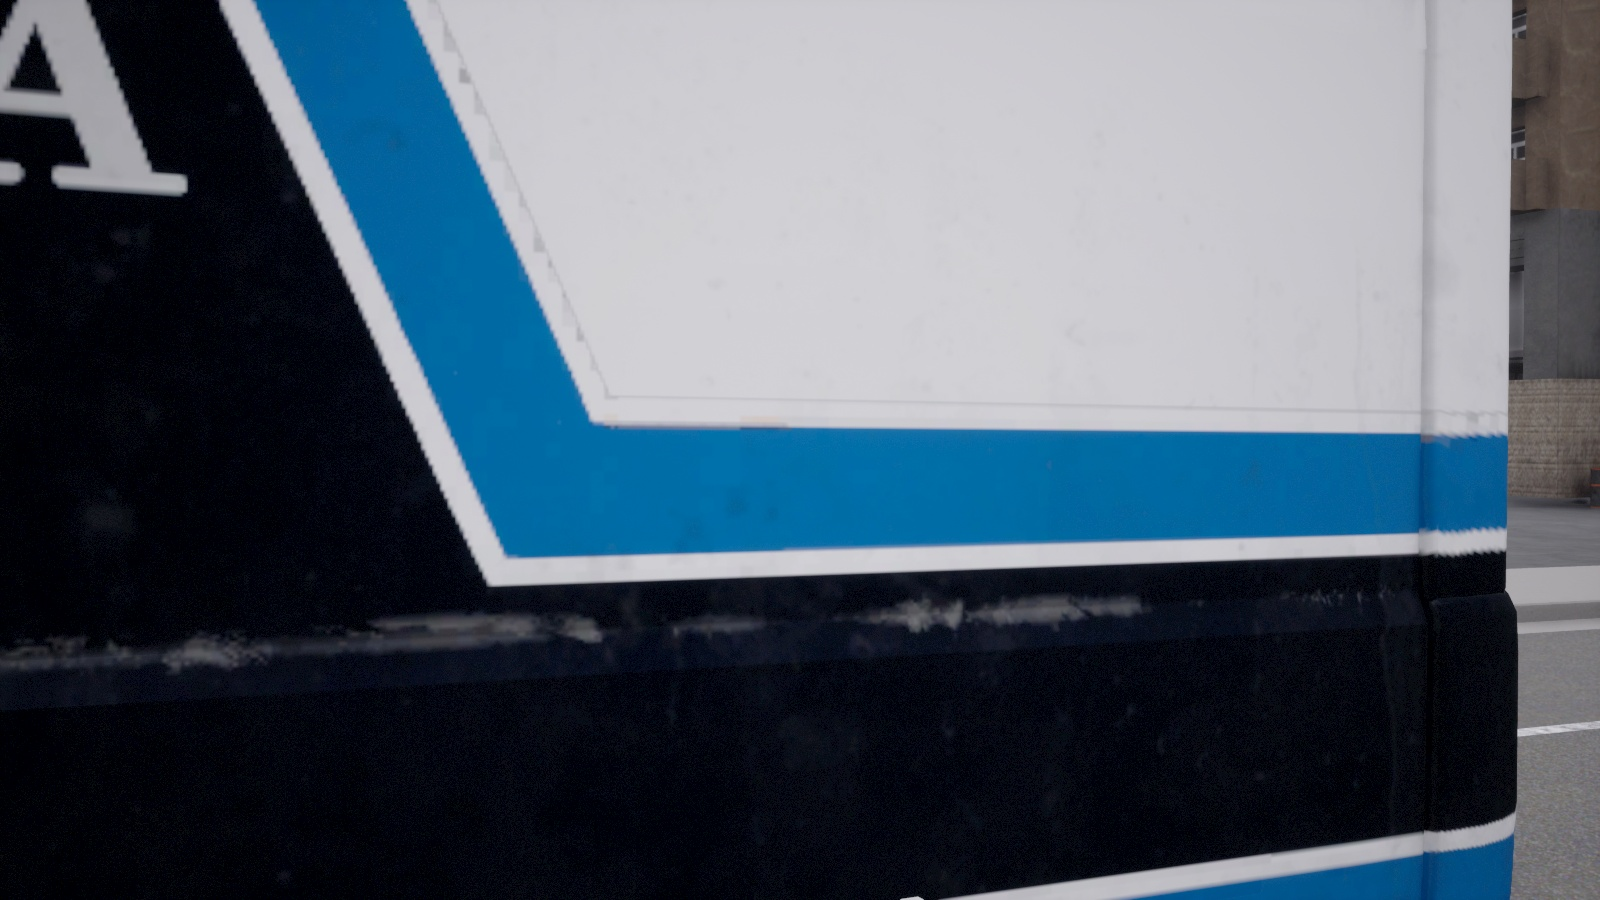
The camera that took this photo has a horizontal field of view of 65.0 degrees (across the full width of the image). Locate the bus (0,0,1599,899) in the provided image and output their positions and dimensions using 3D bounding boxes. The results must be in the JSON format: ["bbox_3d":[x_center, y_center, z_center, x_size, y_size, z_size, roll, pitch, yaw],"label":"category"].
[{"bbox_3d":[-4.445,-0.550,1.569,10.273,4.253,3.944,-1,1,-21],"label":"bus"}]
